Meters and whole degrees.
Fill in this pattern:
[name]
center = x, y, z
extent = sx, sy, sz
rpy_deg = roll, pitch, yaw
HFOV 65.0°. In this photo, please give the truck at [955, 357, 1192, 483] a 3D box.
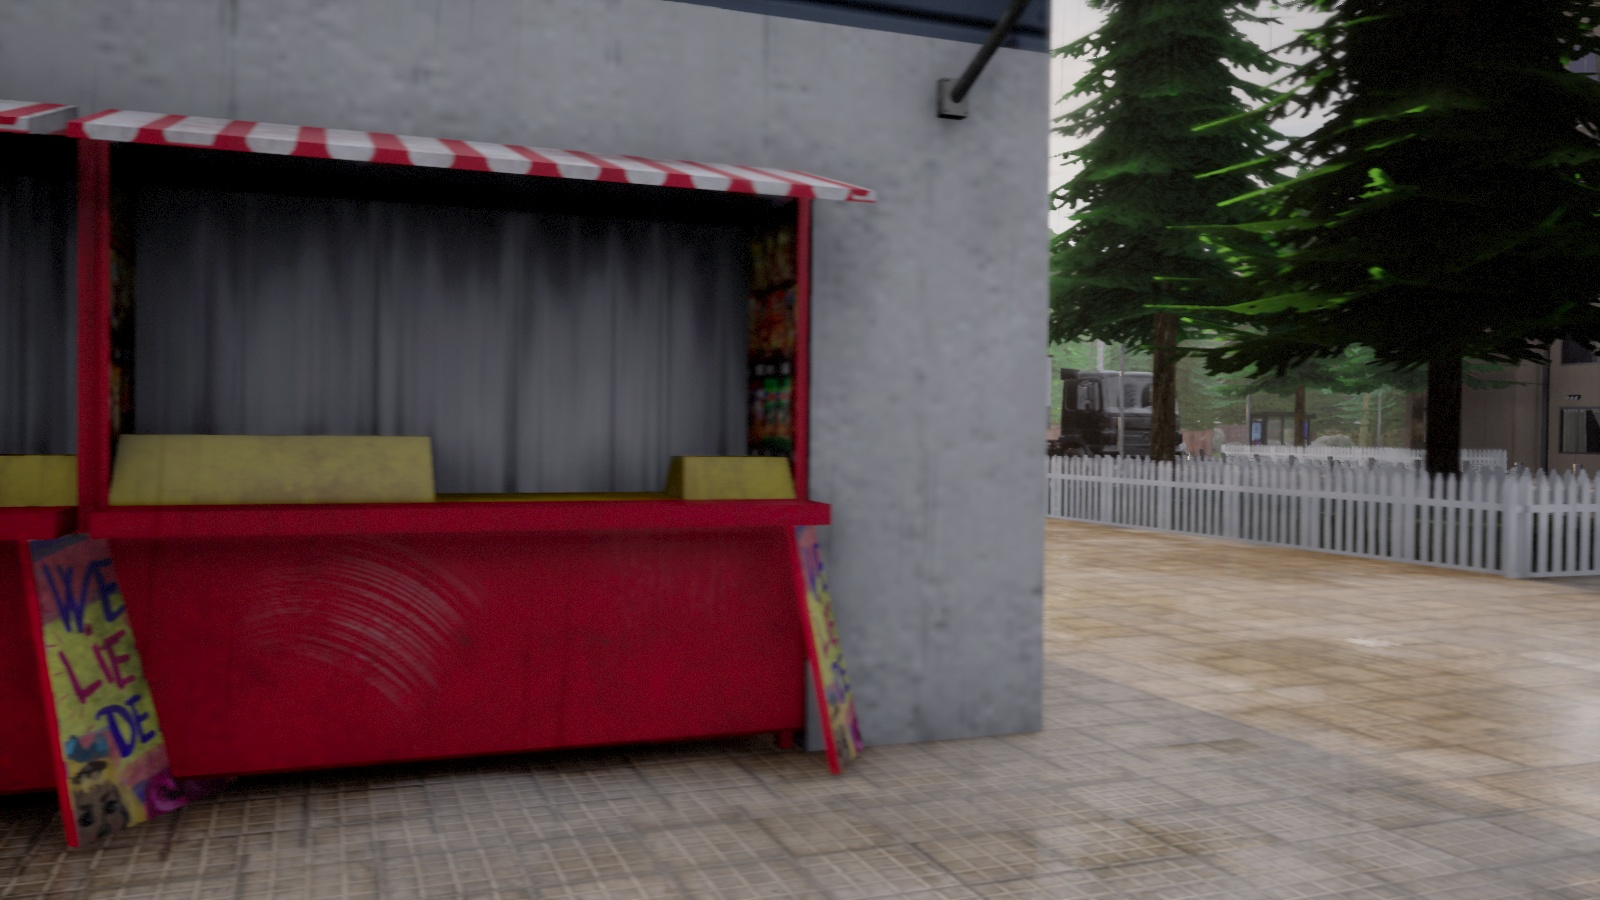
[truck]
center = 8.200, -0.891, 38.934
extent = 2.891, 3.462, 7.936
rpy_deg = -1, 1, -25
